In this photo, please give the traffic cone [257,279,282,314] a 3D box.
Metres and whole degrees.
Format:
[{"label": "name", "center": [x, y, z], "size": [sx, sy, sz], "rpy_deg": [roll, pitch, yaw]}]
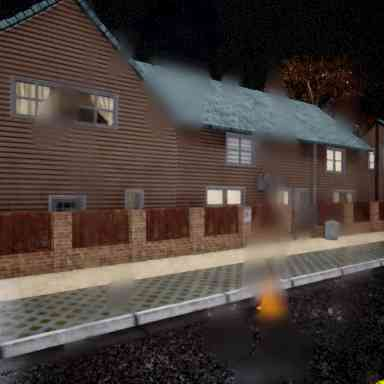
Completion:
[{"label": "traffic cone", "center": [1.473, 1.954, 6.358], "size": [0.340, 0.580, 0.340], "rpy_deg": [0, 0, -34]}]
